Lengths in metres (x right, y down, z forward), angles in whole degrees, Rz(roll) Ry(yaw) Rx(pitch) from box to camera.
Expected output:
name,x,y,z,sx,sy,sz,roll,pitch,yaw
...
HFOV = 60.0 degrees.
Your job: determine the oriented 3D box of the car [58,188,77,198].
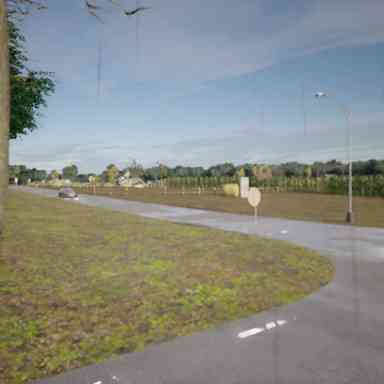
name,x,y,z,sx,sy,sz,roll,pitch,yaw
car,-18.706,0.086,49.920,1.812,1.442,4.674,-2,3,-36
